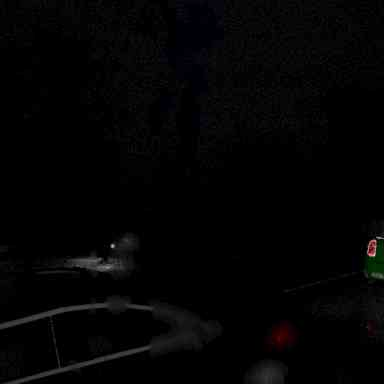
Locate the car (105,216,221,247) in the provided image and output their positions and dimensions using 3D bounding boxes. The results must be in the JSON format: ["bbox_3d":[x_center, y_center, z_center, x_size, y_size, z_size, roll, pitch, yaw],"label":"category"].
[{"bbox_3d":[-0.927,1.562,11.910,4.181,1.385,1.994,0,0,-35],"label":"car"}]

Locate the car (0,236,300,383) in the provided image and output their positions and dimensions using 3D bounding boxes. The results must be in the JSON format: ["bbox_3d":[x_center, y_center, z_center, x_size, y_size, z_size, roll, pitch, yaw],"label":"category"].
[{"bbox_3d":[-1.053,1.491,2.975,4.902,1.511,2.128,0,0,-36],"label":"car"}]

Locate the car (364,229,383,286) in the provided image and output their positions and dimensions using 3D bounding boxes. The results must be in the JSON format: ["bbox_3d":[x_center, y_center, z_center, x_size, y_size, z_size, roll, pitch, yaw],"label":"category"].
[{"bbox_3d":[6.264,1.350,8.167,4.553,1.767,2.097,0,0,-35],"label":"car"}]
